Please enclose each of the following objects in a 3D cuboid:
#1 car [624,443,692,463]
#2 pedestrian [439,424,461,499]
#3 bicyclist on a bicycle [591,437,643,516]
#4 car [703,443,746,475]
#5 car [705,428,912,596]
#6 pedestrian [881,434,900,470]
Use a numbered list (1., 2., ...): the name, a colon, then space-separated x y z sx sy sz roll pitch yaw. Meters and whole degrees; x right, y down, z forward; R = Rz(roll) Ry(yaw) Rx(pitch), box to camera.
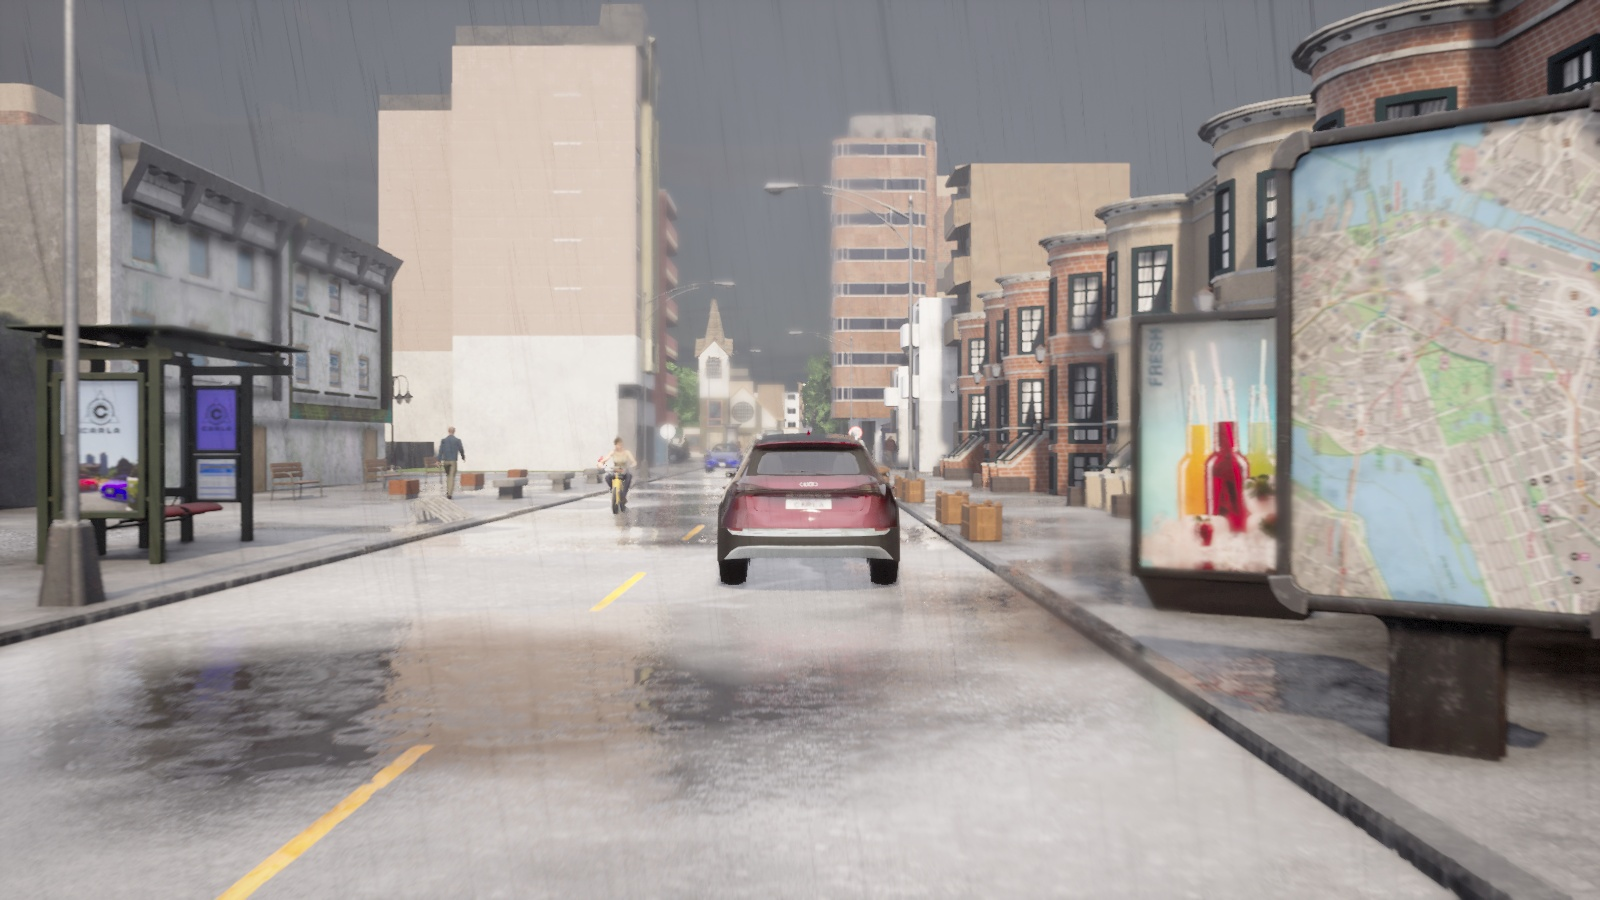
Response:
1. car: -10.935 0.202 96.653 4.892 1.490 1.837 0 0 10
2. pedestrian: -8.611 0.276 30.876 0.402 1.842 0.726 0 0 -5
3. bicyclist on a bicycle: -3.832 0.532 26.375 0.866 1.612 1.509 0 0 1
4. car: -3.675 0.413 61.531 1.816 1.474 4.193 0 0 0
5. car: 0.099 0.594 14.769 2.033 1.649 4.856 0 0 0
6. pedestrian: 4.700 0.091 65.162 0.634 1.844 0.899 0 0 -24
